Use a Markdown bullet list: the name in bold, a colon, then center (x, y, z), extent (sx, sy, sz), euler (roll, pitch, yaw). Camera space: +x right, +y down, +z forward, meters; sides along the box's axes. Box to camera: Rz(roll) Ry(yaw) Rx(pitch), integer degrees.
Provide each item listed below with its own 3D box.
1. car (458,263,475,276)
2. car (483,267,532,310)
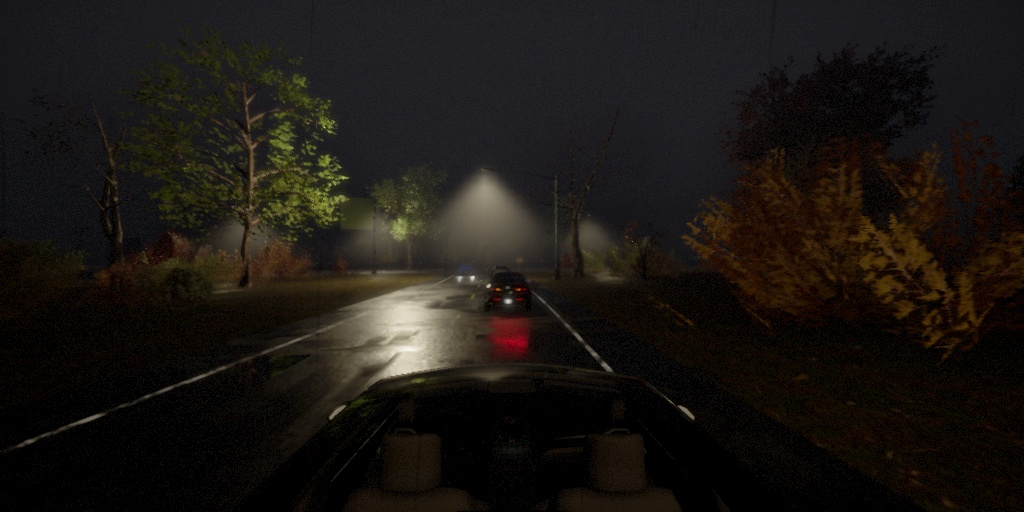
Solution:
- **car**: center (-5.732, 1.678, 45.405), extent (1.882, 1.535, 5.008), euler (0, -1, -5)
- **car**: center (-0.194, 1.401, 15.455), extent (1.837, 1.490, 4.892), euler (0, 0, -1)
